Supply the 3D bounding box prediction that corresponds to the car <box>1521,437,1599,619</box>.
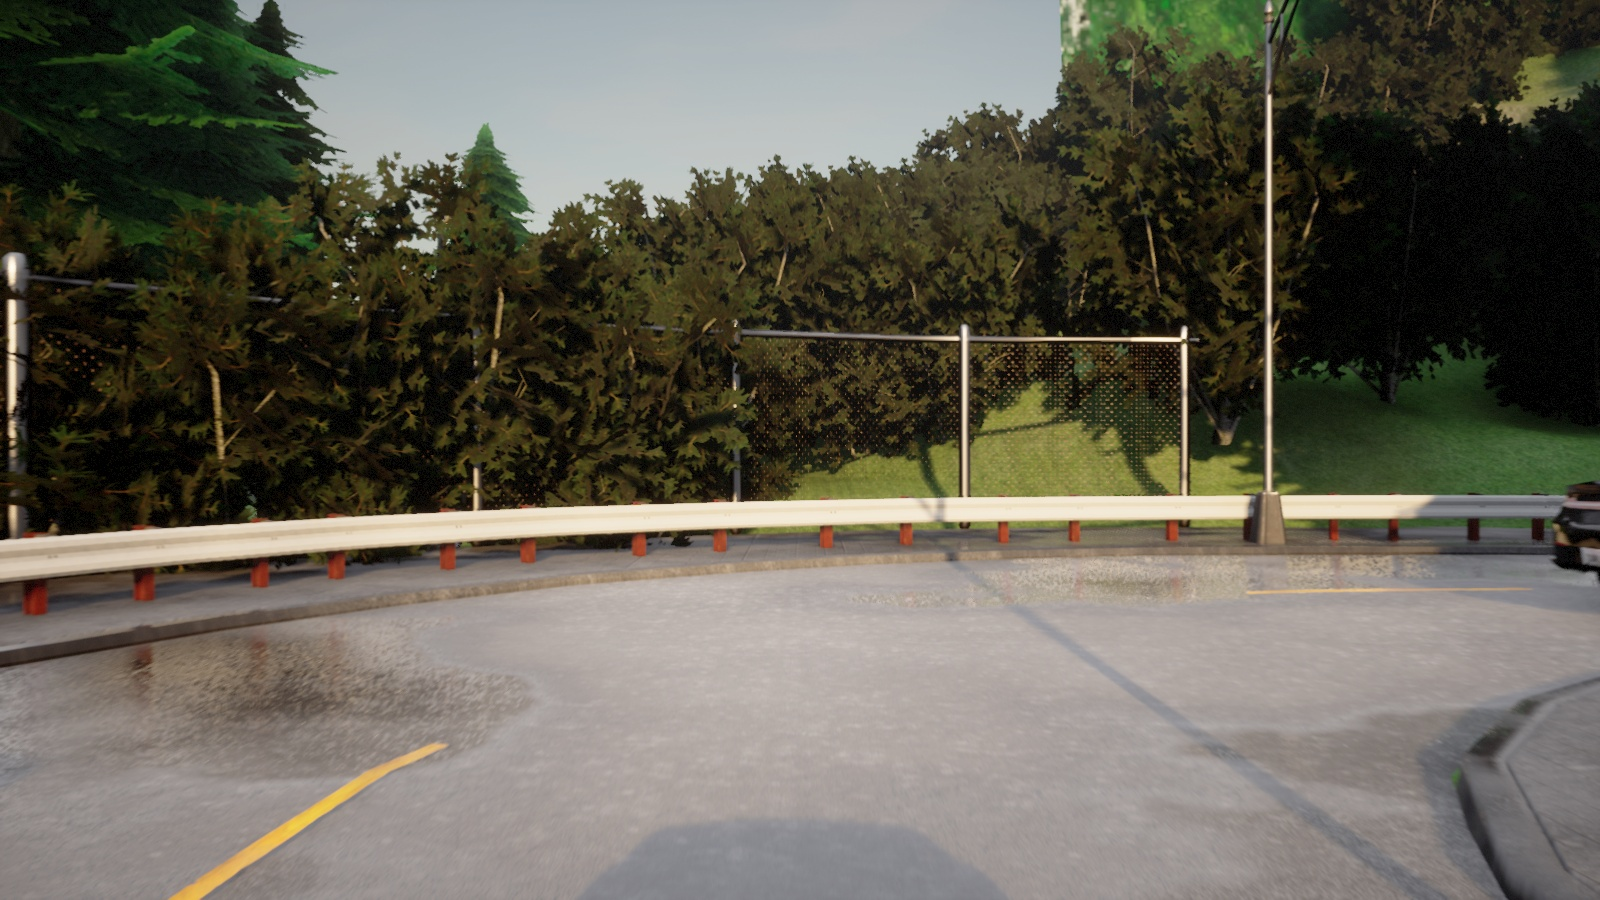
[{"bbox_3d":[9.088,0.651,10.569,4.902,1.511,2.128,0,0,-5],"label":"car"}]
